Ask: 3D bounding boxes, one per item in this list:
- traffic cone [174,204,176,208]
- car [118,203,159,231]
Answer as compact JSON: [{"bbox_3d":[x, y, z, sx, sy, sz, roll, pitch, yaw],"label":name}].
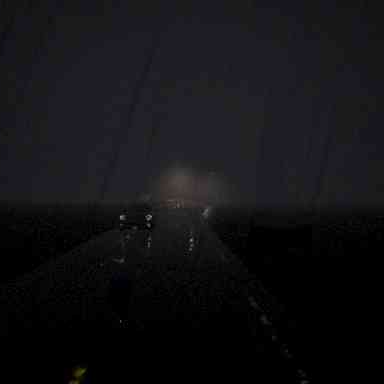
[{"bbox_3d":[-3.027,2.410,57.907,0.340,0.580,0.340,0,0,5],"label":"traffic cone"},{"bbox_3d":[-3.369,1.522,21.613,2.097,1.767,4.553,0,0,-1],"label":"car"}]
